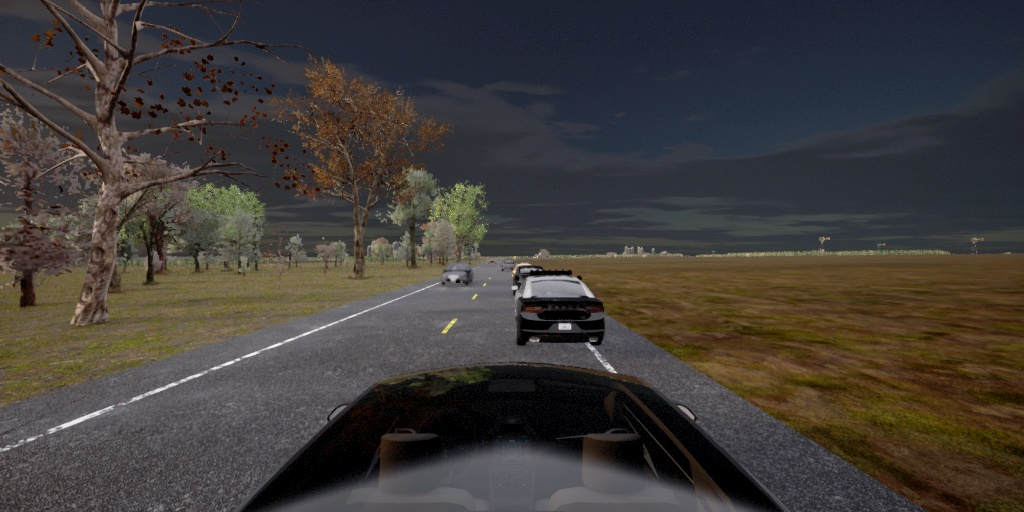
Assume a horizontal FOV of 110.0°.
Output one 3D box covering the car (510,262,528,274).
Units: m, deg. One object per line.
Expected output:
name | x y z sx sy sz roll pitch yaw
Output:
car | 0.952 1.261 19.499 1.837 1.490 4.892 0 0 0

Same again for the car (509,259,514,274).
car | 0.892 1.215 25.695 1.801 1.575 5.366 0 0 -1

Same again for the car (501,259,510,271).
car | -0.468 1.273 48.561 2.128 1.511 4.902 0 0 -1

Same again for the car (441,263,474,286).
car | -3.760 1.250 25.285 2.128 1.511 4.902 0 0 -1

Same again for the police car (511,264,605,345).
police car | 1.022 1.176 9.599 1.930 1.638 5.238 0 0 0
